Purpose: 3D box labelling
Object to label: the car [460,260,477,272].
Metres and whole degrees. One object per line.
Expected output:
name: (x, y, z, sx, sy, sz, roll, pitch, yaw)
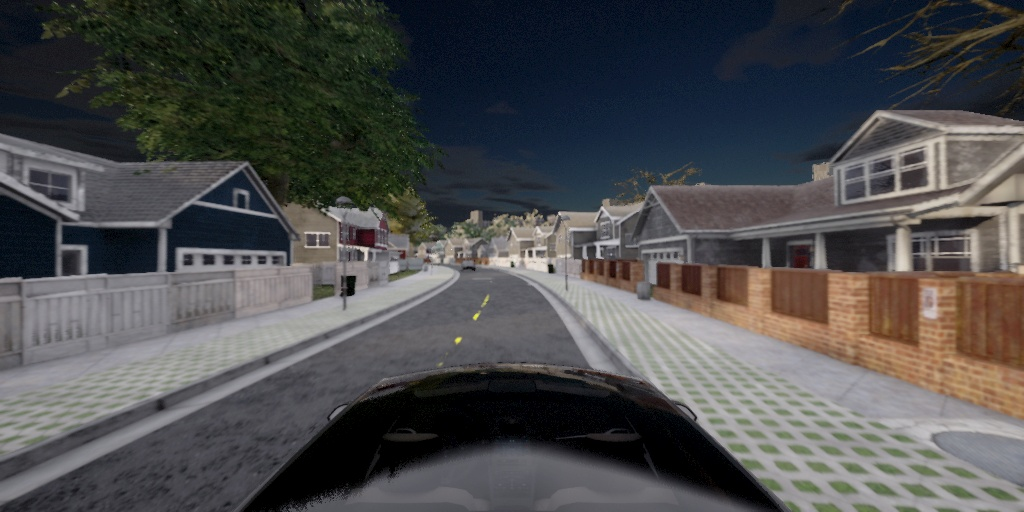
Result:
car: (-5.850, 1.270, 47.887, 1.837, 1.490, 4.892, 0, 0, -11)
